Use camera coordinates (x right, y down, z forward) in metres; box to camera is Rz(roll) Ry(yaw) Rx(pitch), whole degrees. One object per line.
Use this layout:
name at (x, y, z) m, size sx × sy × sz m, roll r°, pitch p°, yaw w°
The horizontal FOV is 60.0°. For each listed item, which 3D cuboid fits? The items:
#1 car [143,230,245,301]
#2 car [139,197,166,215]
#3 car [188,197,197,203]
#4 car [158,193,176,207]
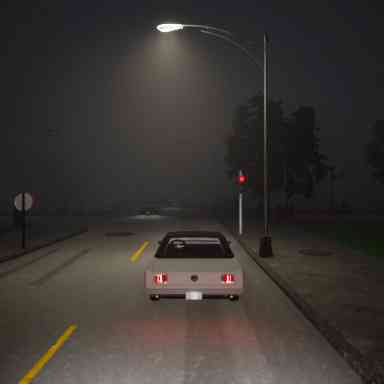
car at (0.061, 1.601, 8.278) m, size 1.895 × 1.301 × 4.718 m, roll 0°, pitch 0°, yaw 0°
car at (-4.084, 1.548, 33.703) m, size 2.033 × 1.411 × 5.357 m, roll 0°, pitch 0°, yaw 0°
car at (0.035, 1.601, 69.468) m, size 1.895 × 1.301 × 4.718 m, roll 0°, pitch 0°, yaw 0°
car at (-4.068, 1.223, 51.985) m, size 2.150 × 2.045 × 5.566 m, roll 0°, pitch 0°, yaw -1°
